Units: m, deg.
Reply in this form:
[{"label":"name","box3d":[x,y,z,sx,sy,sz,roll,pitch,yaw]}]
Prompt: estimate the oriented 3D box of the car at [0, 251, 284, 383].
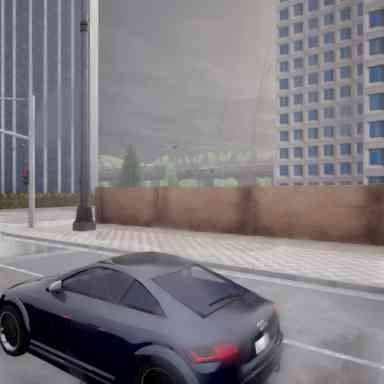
[{"label":"car","box3d":[-0.909,1.564,4.651,4.181,1.385,1.994,0,0,35]}]
